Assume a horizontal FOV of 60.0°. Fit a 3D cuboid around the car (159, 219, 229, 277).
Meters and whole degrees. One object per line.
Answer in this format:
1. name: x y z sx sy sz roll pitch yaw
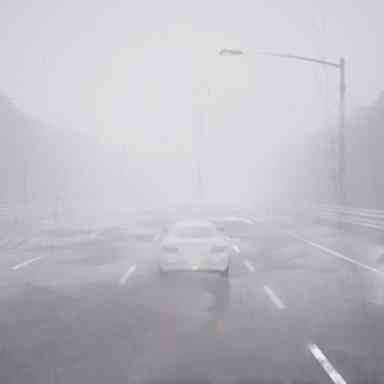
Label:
1. car: 0.038 1.537 10.117 1.812 1.442 4.674 0 0 0
